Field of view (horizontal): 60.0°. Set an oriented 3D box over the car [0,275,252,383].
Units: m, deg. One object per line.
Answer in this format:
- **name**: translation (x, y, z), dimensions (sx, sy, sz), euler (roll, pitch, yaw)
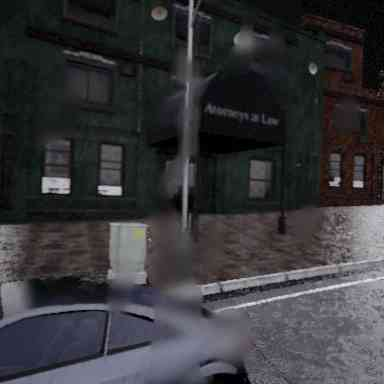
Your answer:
- **car**: translation (-1.527, 1.539, 2.851), dimensions (4.181, 1.385, 1.994), euler (0, 0, -30)
